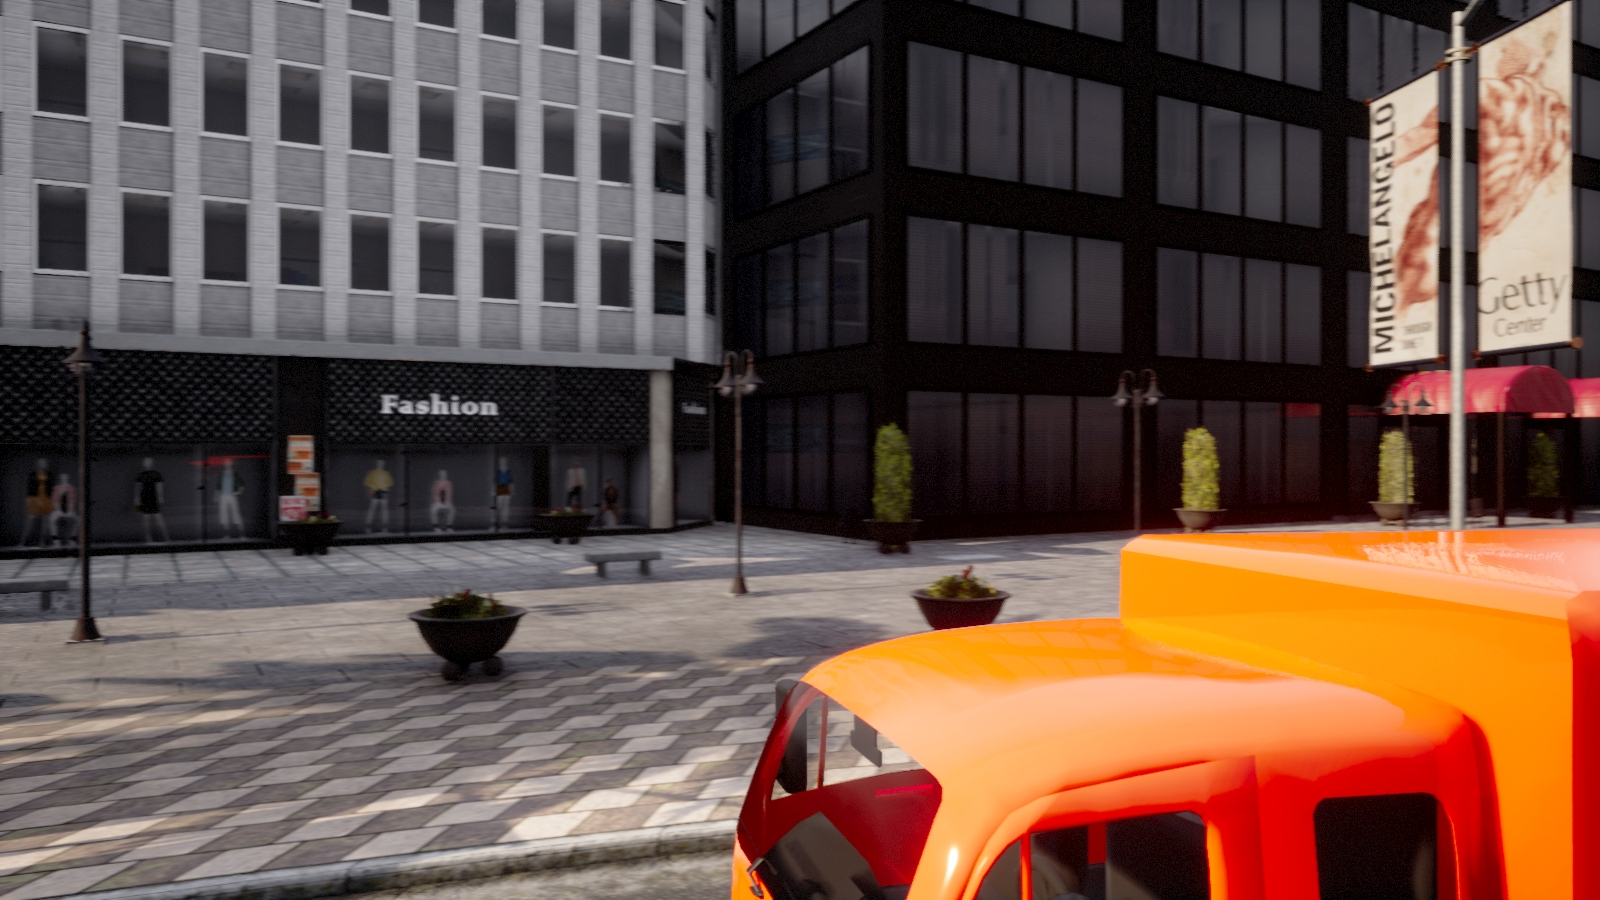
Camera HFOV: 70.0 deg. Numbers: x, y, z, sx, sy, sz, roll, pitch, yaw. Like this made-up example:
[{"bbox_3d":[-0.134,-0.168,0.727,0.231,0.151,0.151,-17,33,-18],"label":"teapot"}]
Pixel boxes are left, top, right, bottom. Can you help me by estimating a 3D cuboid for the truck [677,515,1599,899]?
[{"bbox_3d":[2.366,1.564,3.979,5.204,2.467,2.627,0,0,-15],"label":"truck"}]
